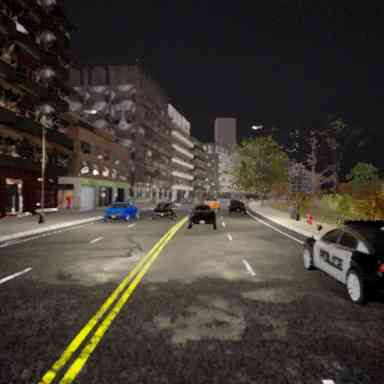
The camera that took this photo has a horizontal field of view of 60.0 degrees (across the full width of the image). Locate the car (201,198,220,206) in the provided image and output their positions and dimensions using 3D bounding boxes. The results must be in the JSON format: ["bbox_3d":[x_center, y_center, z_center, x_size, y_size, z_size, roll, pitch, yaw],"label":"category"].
[{"bbox_3d":[2.914,1.683,48.412,2.097,1.767,4.553,0,-1,6],"label":"car"}]

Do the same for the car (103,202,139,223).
[{"bbox_3d":[-5.695,1.587,27.227,1.882,1.535,5.008,0,0,4],"label":"car"}]

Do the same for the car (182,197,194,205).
[{"bbox_3d":[-0.941,1.819,68.826,2.097,1.767,4.553,0,-1,9],"label":"car"}]

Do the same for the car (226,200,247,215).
[{"bbox_3d":[4.989,1.737,36.937,1.882,1.535,5.008,0,-1,5],"label":"car"}]

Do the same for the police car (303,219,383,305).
[{"bbox_3d":[4.300,1.503,8.397,1.930,1.638,5.238,0,0,1],"label":"police car"}]

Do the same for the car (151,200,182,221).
[{"bbox_3d":[-2.305,1.653,29.132,1.837,1.490,4.892,0,0,4],"label":"car"}]

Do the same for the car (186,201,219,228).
[{"bbox_3d":[0.768,1.640,23.250,1.837,1.490,4.892,0,0,3],"label":"car"}]

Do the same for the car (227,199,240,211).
[{"bbox_3d":[6.020,1.860,48.163,1.837,1.490,4.892,0,0,7],"label":"car"}]
